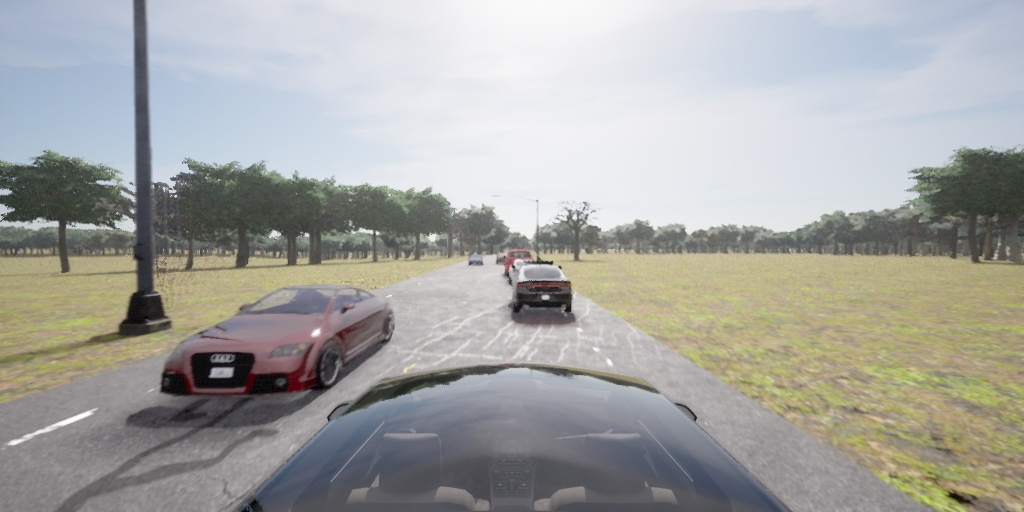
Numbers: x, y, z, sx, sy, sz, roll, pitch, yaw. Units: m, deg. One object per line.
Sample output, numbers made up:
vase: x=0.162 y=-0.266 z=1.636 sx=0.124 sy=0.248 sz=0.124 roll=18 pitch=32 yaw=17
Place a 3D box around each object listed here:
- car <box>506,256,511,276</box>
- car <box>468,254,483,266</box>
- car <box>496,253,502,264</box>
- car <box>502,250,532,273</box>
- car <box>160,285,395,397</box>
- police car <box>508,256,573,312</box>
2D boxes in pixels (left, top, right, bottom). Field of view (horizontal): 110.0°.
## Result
car: x=0.730 y=0.909 z=23.158 sx=1.812 sy=1.442 sz=4.674 roll=0 pitch=1 yaw=-2
car: x=-4.747 y=0.515 z=47.263 sx=1.812 sy=1.442 sz=4.674 roll=0 pitch=1 yaw=-2
car: x=-1.324 y=0.424 z=52.636 sx=1.812 sy=1.442 sz=4.674 roll=0 pitch=1 yaw=-2
car: x=0.527 y=0.505 z=29.197 sx=2.150 sy=2.045 sz=5.566 roll=0 pitch=1 yaw=-2
car: x=-3.634 y=1.236 z=6.465 sx=1.994 sy=1.385 sz=4.181 roll=0 pitch=1 yaw=0
police car: x=0.955 y=0.976 z=13.232 sx=1.930 sy=1.638 sz=5.238 roll=0 pitch=1 yaw=-1
